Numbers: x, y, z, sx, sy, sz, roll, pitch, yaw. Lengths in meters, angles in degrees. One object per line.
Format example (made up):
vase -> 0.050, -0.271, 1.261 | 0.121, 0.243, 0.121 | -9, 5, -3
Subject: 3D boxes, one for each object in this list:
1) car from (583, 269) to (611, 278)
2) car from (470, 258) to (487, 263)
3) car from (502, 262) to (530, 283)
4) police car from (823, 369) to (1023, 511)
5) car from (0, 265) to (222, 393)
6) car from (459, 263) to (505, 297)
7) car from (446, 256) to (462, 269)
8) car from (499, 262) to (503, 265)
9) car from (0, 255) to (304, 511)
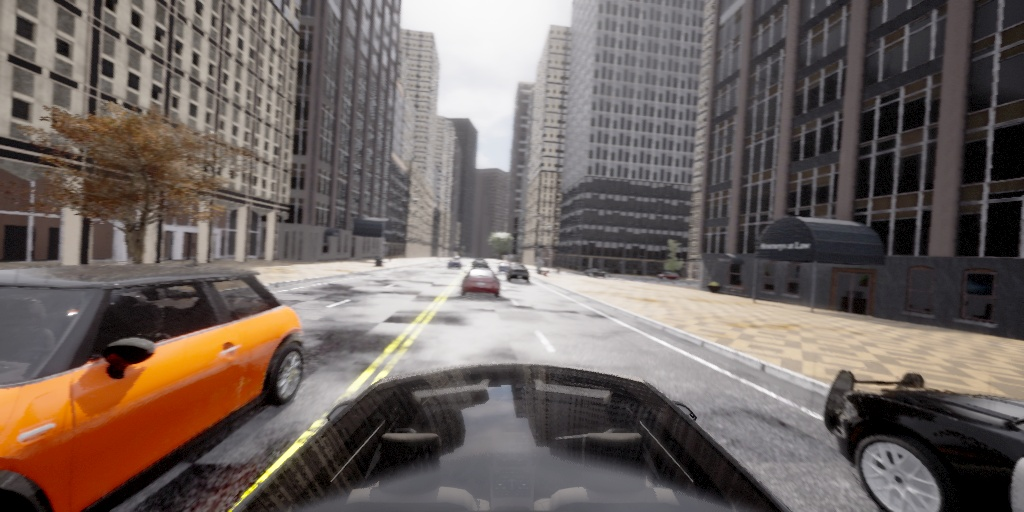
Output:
car -> 13.732, 2.782, 58.097 | 4.403, 1.370, 2.007 | 0, 0, -6
car -> -3.727, 1.078, 41.317 | 2.097, 1.767, 4.553 | 4, 0, -5
car -> 0.433, 1.447, 31.370 | 1.837, 1.490, 4.892 | 4, 0, -5
police car -> 4.287, 1.452, 1.578 | 1.930, 1.638, 5.238 | 4, 0, -5
car -> -7.092, 0.910, 5.391 | 1.895, 1.301, 4.718 | 4, 0, -5
car -> -1.665, 1.301, 19.154 | 1.994, 1.385, 4.181 | 4, 0, -5
car -> -7.780, 1.111, 48.562 | 1.895, 1.301, 4.718 | 4, 0, -5
car -> -0.836, 1.478, 44.250 | 2.033, 1.411, 5.357 | 4, 0, -5
car -> -3.567, 0.875, 2.715 | 2.097, 1.767, 4.553 | 4, 0, -5
